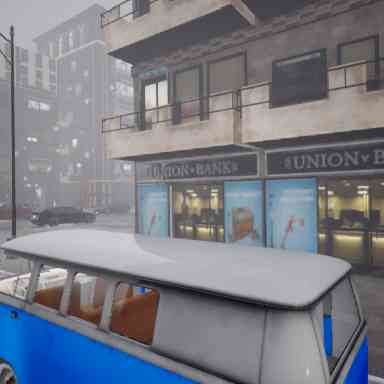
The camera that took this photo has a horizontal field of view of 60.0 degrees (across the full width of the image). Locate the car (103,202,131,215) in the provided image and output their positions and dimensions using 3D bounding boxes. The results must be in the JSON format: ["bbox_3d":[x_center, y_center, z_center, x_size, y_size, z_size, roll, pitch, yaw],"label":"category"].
[{"bbox_3d":[-8.645,1.798,36.426,1.947,1.339,4.313,-2,-1,36],"label":"car"}]

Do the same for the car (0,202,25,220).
[{"bbox_3d":[-15.325,1.609,27.343,1.967,1.590,4.097,-2,-1,36],"label":"car"}]

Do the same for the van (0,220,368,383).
[{"bbox_3d":[-0.479,1.342,3.202,3.998,1.788,1.690,0,-1,36],"label":"van"}]

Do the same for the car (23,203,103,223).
[{"bbox_3d":[-8.574,1.583,22.374,1.947,1.339,4.313,-2,-1,36],"label":"car"}]
